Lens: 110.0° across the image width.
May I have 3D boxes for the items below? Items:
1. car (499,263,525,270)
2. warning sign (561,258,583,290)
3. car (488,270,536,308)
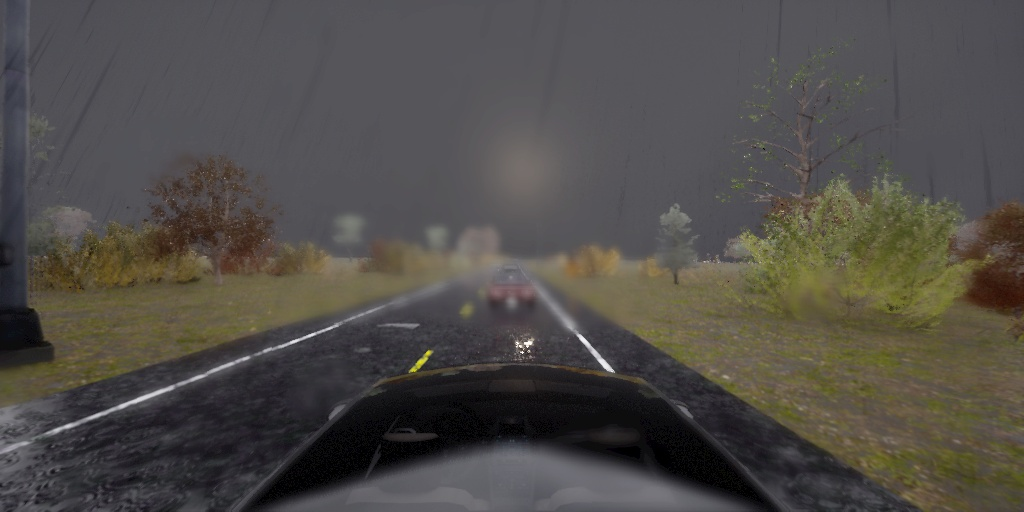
[{"bbox_3d":[0.074,1.543,31.132,1.837,1.490,4.892,0,0,0],"label":"car"},{"bbox_3d":[3.577,1.053,21.102,1.300,1.860,1.060,0,0,0],"label":"warning sign"},{"bbox_3d":[0.014,1.488,15.956,1.895,1.301,4.718,0,-1,0],"label":"car"}]
